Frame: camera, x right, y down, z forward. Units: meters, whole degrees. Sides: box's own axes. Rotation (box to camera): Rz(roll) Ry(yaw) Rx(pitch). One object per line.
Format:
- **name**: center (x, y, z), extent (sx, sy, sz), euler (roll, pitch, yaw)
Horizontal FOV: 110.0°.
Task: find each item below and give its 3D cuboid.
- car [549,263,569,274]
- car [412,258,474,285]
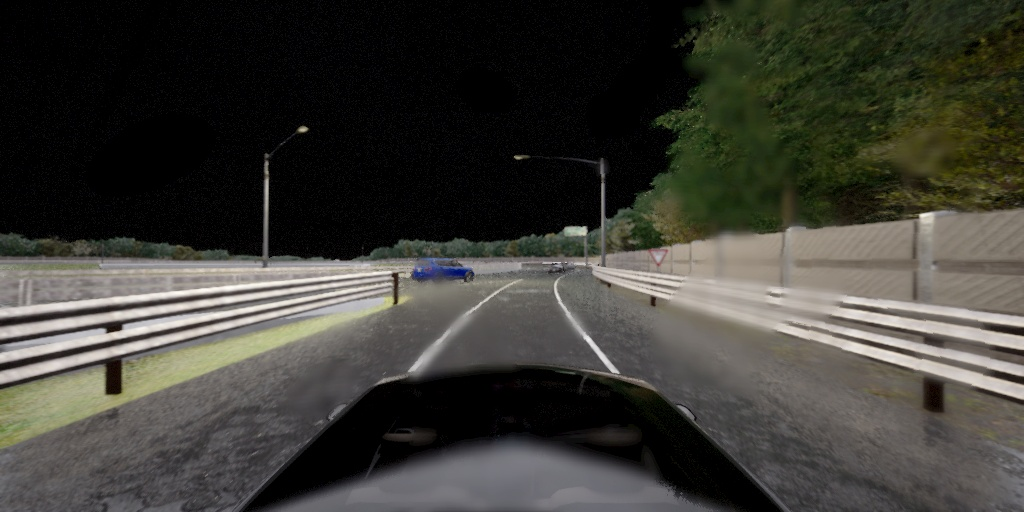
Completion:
- **car**: center (6.787, 1.842, 53.413), extent (1.812, 1.442, 4.674), euler (0, -1, 19)
- **car**: center (-5.392, 1.202, 28.750), extent (2.150, 2.045, 5.566), euler (0, -1, 33)
